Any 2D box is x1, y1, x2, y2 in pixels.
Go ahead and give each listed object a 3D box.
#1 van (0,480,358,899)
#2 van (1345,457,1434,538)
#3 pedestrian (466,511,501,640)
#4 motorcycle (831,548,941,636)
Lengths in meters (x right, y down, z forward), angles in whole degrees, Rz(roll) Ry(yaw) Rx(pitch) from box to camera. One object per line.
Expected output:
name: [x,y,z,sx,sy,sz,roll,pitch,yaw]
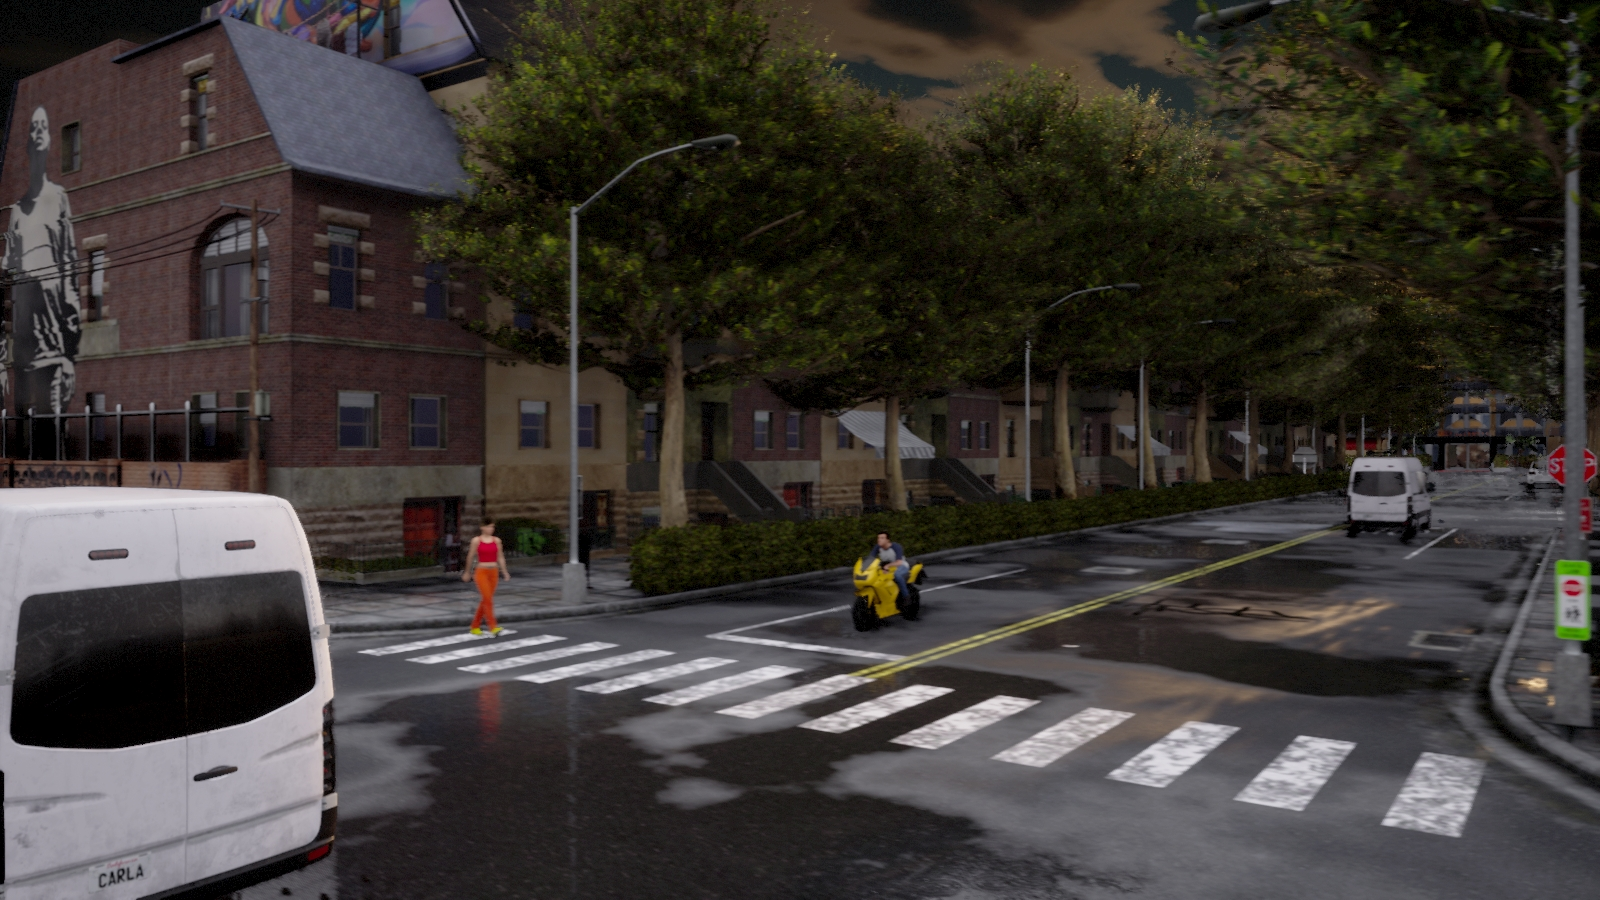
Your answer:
van: [-5.653,1.536,7.754,5.915,2.561,1.988,0,0,35]
van: [20.530,1.535,39.658,1.988,2.561,5.915,0,0,35]
pedestrian: [-4.703,1.851,16.981,0.375,1.860,0.375,0,0,-42]
motorcycle: [1.396,2.214,18.186,0.803,1.145,2.033,-1,0,35]
